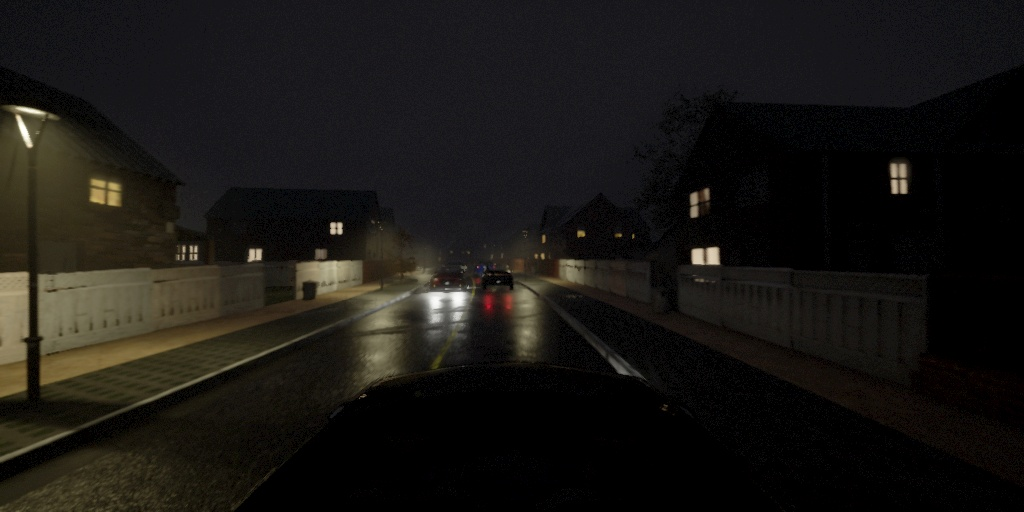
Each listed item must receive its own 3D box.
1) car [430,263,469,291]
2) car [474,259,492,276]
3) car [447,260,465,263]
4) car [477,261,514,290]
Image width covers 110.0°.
[{"bbox_3d":[-3.709,1.323,21.729,1.994,1.385,4.181,0,0,-4],"label":"car"},{"bbox_3d":[-2.845,1.147,37.085,2.097,1.767,4.553,0,0,-9],"label":"car"},{"bbox_3d":[-4.169,1.009,26.649,1.812,1.442,4.674,0,0,-7],"label":"car"},{"bbox_3d":[-0.970,1.247,22.495,2.128,1.511,4.902,0,0,-5],"label":"car"}]
